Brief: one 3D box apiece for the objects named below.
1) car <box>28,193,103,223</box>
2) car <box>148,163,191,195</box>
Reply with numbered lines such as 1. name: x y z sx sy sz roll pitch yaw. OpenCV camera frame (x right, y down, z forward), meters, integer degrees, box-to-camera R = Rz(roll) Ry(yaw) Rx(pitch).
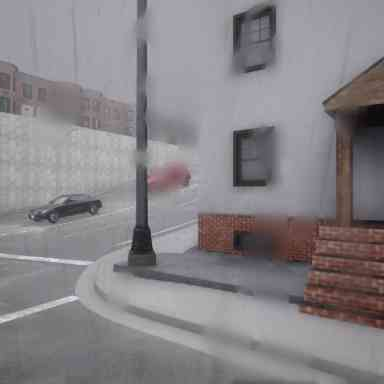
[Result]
1. car: -7.782 0.873 20.830 1.812 1.442 4.674 0 7 35
2. car: -2.305 -1.187 28.661 2.150 2.045 5.566 0 13 34
